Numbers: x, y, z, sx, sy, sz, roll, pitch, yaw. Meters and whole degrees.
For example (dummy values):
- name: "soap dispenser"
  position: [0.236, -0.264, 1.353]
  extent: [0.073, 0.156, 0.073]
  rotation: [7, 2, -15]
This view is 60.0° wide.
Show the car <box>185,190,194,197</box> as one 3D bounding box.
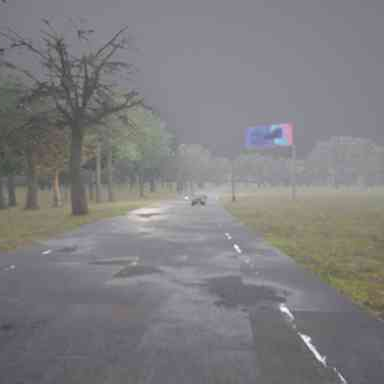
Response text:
- name: "car"
  position: [-0.391, 0.400, 81.014]
  extent: [2.097, 1.767, 4.553]
  rotation: [0, 1, 5]

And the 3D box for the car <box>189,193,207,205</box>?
- name: "car"
  position: [0.978, 1.195, 47.061]
  extent: [1.895, 1.301, 4.718]
  rotation: [0, 1, 3]
